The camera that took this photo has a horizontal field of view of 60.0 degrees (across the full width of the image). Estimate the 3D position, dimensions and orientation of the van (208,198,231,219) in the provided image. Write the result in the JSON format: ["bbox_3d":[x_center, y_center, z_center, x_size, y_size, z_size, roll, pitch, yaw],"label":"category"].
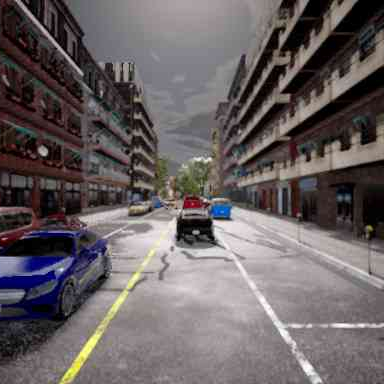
[{"bbox_3d":[2.657,1.501,30.831,1.690,1.788,3.998,1,0,0],"label":"van"}]

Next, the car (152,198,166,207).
[{"bbox_3d":[-5.773,1.854,58.710,2.008,1.369,4.403,1,0,0],"label":"car"}]

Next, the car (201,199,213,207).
[{"bbox_3d":[2.574,1.870,58.685,1.947,1.339,4.313,1,0,0],"label":"car"}]

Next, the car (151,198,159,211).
[{"bbox_3d":[-5.747,1.783,41.999,1.947,1.339,4.313,1,0,0],"label":"car"}]

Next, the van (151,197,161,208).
[{"bbox_3d":[-5.762,1.616,53.142,1.690,1.788,3.998,1,0,0],"label":"van"}]

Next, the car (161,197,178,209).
[{"bbox_3d":[-3.080,1.654,49.736,1.882,1.535,5.008,0,0,0],"label":"car"}]

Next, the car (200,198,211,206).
[{"bbox_3d":[2.565,1.915,64.257,1.802,1.307,4.206,1,0,0],"label":"car"}]

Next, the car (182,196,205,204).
[{"bbox_3d":[0.037,1.418,37.866,2.150,2.045,5.566,0,0,0],"label":"car"}]

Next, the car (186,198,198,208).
[{"bbox_3d":[0.010,1.842,56.752,2.033,1.411,5.357,0,0,0],"label":"car"}]

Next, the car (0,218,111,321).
[{"bbox_3d":[-3.113,1.564,7.488,1.812,1.442,4.674,0,0,0],"label":"car"}]

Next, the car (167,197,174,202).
[{"bbox_3d":[-5.917,2.062,92.541,1.802,1.307,4.206,1,0,0],"label":"car"}]

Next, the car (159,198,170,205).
[{"bbox_3d":[-5.791,1.912,69.854,2.008,1.369,4.403,1,0,0],"label":"car"}]

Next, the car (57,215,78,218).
[{"bbox_3d":[-5.702,1.655,14.143,1.802,1.307,4.206,1,0,0],"label":"car"}]

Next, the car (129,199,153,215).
[{"bbox_3d":[-5.737,1.712,36.257,1.752,1.417,4.829,1,0,0],"label":"car"}]

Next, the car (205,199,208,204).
[{"bbox_3d":[2.650,1.715,36.572,1.752,1.417,4.829,1,0,0],"label":"car"}]

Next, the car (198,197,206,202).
[{"bbox_3d":[2.690,2.029,92.112,2.008,1.369,4.403,1,0,0],"label":"car"}]

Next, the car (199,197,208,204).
[{"bbox_3d":[2.547,1.942,75.398,2.008,1.369,4.403,1,0,0],"label":"car"}]

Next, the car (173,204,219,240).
[{"bbox_3d":[0.108,1.596,17.527,1.837,1.490,4.892,0,0,-2],"label":"car"}]

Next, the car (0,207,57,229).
[{"bbox_3d":[-5.690,1.359,8.574,2.192,1.841,5.009,1,0,0],"label":"car"}]
